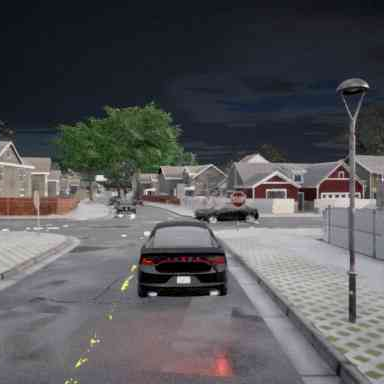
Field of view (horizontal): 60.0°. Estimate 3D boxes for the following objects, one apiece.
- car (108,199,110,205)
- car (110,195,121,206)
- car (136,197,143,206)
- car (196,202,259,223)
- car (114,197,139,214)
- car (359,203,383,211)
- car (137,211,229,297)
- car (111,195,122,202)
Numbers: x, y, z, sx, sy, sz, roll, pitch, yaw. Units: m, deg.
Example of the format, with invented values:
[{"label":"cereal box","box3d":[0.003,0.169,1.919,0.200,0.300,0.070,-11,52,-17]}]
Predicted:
[{"label":"car","box3d":[-13.025,1.573,56.060,2.033,1.411,5.357,0,0,-19]},{"label":"car","box3d":[-9.760,1.568,46.067,2.033,1.411,5.357,0,0,-17]},{"label":"car","box3d":[-9.185,1.508,53.828,1.837,1.490,4.892,0,0,-19]},{"label":"car","box3d":[2.569,1.516,24.678,5.008,1.535,1.882,1,1,-22]},{"label":"car","box3d":[-7.138,1.579,36.023,1.994,1.385,4.181,0,0,-13]},{"label":"car","box3d":[15.904,1.694,28.570,4.674,1.442,1.812,1,1,-16]},{"label":"car","box3d":[-0.271,1.476,8.633,1.882,1.535,5.008,0,0,-3]},{"label":"car","box3d":[-16.874,1.495,74.471,1.882,1.535,5.008,0,0,-19]}]
